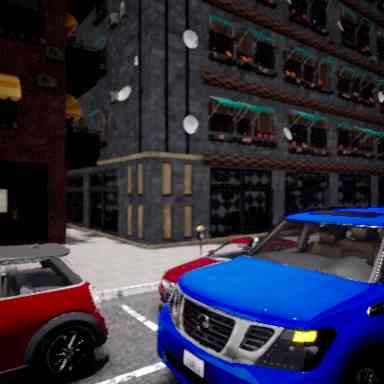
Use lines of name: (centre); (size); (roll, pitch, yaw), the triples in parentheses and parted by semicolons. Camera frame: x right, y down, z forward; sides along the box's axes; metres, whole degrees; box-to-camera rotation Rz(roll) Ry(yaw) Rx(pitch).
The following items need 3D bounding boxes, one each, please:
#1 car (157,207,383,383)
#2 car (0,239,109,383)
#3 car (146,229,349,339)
car: (2.262, 1.269, 4.697); (5.566, 2.045, 2.150); (1, -1, -36)
car: (-3.189, 1.438, 3.833); (4.097, 1.590, 1.967); (1, -1, -36)
car: (1.320, 1.635, 7.064); (4.206, 1.307, 1.802); (1, -1, -36)
